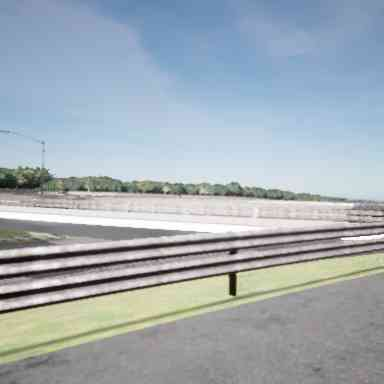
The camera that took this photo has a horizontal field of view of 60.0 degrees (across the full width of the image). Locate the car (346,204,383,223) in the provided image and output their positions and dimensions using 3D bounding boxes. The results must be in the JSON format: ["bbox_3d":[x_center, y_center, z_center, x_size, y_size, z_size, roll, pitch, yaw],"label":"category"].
[{"bbox_3d":[14.409,1.763,25.523,4.553,1.767,2.097,1,-1,9],"label":"car"}]

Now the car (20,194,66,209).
[{"bbox_3d":[-16.131,1.177,35.497,4.718,1.301,1.895,1,-1,29],"label":"car"}]

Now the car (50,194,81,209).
[{"bbox_3d":[-15.997,1.092,39.518,4.553,1.767,2.097,1,-1,28],"label":"car"}]

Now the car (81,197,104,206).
[{"bbox_3d":[-13.305,1.332,42.057,5.008,1.535,1.882,1,-1,27],"label":"car"}]
